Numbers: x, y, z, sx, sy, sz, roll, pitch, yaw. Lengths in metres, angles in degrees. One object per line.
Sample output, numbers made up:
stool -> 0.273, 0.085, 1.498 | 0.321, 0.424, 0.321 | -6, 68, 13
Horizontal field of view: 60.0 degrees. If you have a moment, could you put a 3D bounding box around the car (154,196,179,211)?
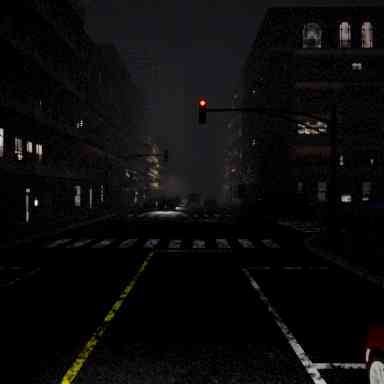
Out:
car -> -2.978, 1.571, 40.047 | 1.994, 1.385, 4.181 | 0, 0, 1

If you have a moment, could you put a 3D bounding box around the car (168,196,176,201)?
car -> -5.435, 1.632, 89.520 | 1.802, 1.307, 4.206 | -1, 0, 0

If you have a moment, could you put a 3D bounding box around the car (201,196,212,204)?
car -> 2.880, 1.578, 67.378 | 2.008, 1.369, 4.403 | -1, 0, 0

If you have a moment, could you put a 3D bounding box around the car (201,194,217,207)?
car -> 2.830, 1.454, 50.795 | 1.967, 1.590, 4.097 | -1, 0, 0

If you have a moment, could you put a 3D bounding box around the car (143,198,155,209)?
car -> -5.565, 1.561, 45.297 | 2.008, 1.369, 4.403 | 0, 0, 0

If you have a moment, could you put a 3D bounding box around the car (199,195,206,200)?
car -> 2.961, 1.602, 95.018 | 1.887, 1.381, 4.507 | -1, 0, 0

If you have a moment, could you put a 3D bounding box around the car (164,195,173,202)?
car -> -5.468, 1.563, 78.294 | 1.752, 1.417, 4.829 | -1, 0, 0

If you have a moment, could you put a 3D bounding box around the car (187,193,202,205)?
car -> 0.276, 1.241, 59.347 | 2.150, 2.045, 5.566 | 0, 0, 0

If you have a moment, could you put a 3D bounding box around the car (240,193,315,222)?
car -> 6.477, 1.126, 25.505 | 5.566, 2.045, 2.150 | -2, 0, 11

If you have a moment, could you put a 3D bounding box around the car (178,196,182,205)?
car -> -2.944, 1.577, 49.997 | 1.994, 1.385, 4.181 | 0, 0, 0

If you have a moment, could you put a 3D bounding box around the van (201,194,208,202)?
van -> 2.911, 1.379, 78.434 | 1.690, 1.788, 3.998 | -1, 0, 0

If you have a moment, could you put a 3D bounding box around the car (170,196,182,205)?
car -> -2.887, 1.521, 60.570 | 1.837, 1.490, 4.892 | 0, 1, 2

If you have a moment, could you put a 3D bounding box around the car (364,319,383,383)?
car -> 2.687, 1.544, 1.796 | 1.887, 1.381, 4.507 | 0, 0, 0

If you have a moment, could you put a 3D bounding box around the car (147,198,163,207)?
car -> -5.549, 1.580, 50.824 | 1.947, 1.339, 4.313 | 0, 0, 0

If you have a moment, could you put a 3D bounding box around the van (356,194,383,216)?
van -> 15.721, 1.035, 27.329 | 3.998, 1.788, 1.690 | -1, 1, -1

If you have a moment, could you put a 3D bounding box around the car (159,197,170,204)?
car -> -5.500, 1.609, 67.409 | 1.802, 1.307, 4.206 | -1, 0, 0

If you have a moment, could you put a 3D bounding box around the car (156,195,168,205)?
car -> -5.518, 1.462, 61.881 | 1.967, 1.590, 4.097 | -1, 0, 0
